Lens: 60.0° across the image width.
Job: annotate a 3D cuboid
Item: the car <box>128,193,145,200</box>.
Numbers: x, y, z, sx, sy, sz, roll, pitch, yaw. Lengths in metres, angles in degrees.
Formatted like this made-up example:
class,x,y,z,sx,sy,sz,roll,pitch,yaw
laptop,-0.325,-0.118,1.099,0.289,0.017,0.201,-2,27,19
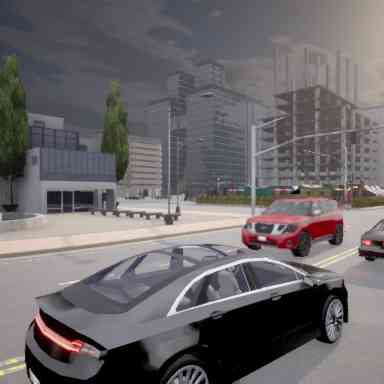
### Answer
class,x,y,z,sx,sy,sz,roll,pitch,yaw
car,-14.426,1.156,90.016,1.905,1.878,3.866,0,0,43

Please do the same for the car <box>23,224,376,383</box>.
class,x,y,z,sx,sy,sz,roll,pitch,yaw
car,0.401,1.492,4.617,4.902,1.511,2.128,0,0,-41

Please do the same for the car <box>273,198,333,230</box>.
class,x,y,z,sx,sy,sz,roll,pitch,yaw
car,7.377,1.350,21.892,2.097,1.767,4.553,0,0,42

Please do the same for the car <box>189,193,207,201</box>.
class,x,y,z,sx,sy,sz,roll,pitch,yaw
car,1.916,1.395,74.523,1.970,1.475,3.806,0,0,43

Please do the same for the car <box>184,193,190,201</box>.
class,x,y,z,sx,sy,sz,roll,pitch,yaw
car,-0.175,1.156,76.525,1.905,1.878,3.866,0,0,43

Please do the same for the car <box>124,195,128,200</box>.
class,x,y,z,sx,sy,sz,roll,pitch,yaw
car,-16.487,1.153,92.049,1.932,1.855,4.605,0,0,43

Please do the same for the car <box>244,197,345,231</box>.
class,x,y,z,sx,sy,sz,roll,pitch,yaw
car,4.255,1.221,13.325,2.150,2.045,5.566,0,0,43

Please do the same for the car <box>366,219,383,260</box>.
class,x,y,z,sx,sy,sz,roll,pitch,yaw
car,7.324,1.547,11.326,2.033,1.411,5.357,0,0,43
